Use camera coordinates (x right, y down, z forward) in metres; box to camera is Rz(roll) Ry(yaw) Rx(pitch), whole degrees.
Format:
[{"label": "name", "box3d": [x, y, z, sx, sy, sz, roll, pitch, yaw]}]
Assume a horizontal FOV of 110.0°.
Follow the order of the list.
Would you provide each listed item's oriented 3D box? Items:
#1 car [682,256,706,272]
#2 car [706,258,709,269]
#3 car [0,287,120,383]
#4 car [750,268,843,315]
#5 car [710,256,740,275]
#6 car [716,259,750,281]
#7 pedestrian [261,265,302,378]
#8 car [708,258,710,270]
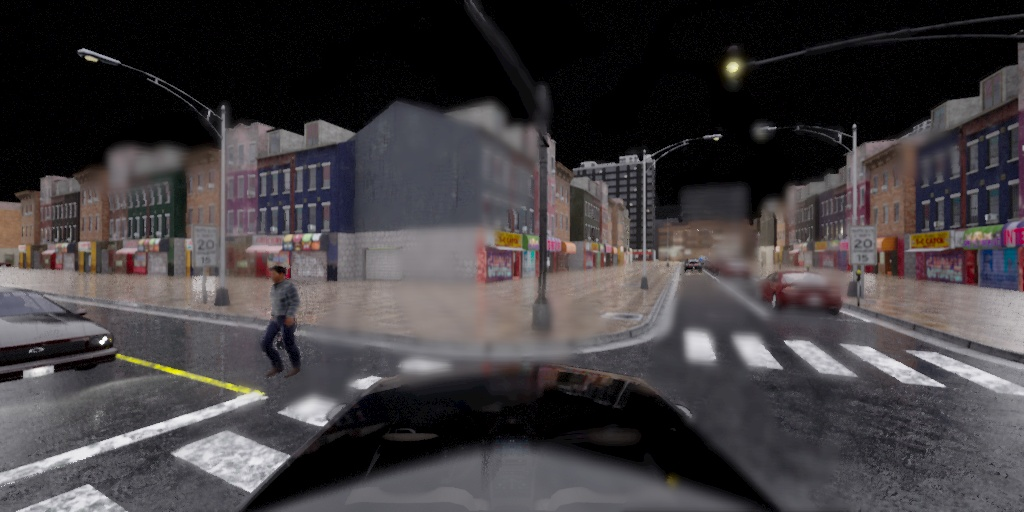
[{"label": "car", "box3d": [21.008, 1.058, 41.586, 1.837, 1.490, 4.892, 0, 0, 25]}, {"label": "car", "box3d": [24.455, 1.126, 42.695, 1.802, 1.307, 4.207, 0, 0, 25]}, {"label": "car", "box3d": [-9.238, 1.266, 6.118, 5.357, 1.411, 2.033, 0, 0, 22]}, {"label": "car", "box3d": [10.425, 1.215, 13.243, 1.888, 1.381, 4.507, 0, 0, 25]}, {"label": "car", "box3d": [19.779, 0.895, 32.878, 2.192, 1.841, 5.009, 0, 0, 25]}, {"label": "car", "box3d": [17.440, 1.146, 27.969, 1.888, 1.381, 4.507, 0, 0, 25]}, {"label": "pedestrian", "box3d": [-3.709, 1.028, 5.766, 0.375, 1.860, 0.375, 0, 0, 25]}, {"label": "car", "box3d": [22.117, 1.143, 37.787, 1.802, 1.307, 4.207, 0, 0, 25]}]
